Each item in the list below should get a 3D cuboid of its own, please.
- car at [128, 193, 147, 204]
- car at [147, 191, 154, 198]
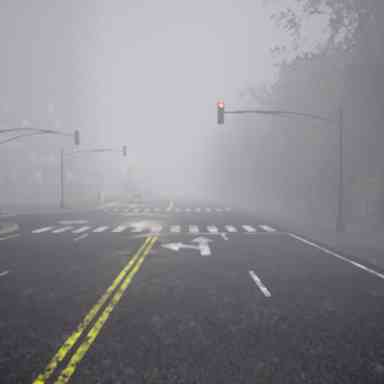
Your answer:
[{"bbox_3d":[-7.704,0.977,46.297,1.812,1.442,4.674,0,2,-3],"label":"car"},{"bbox_3d":[-9.869,0.538,78.017,2.128,1.511,4.902,0,1,-5],"label":"car"}]
